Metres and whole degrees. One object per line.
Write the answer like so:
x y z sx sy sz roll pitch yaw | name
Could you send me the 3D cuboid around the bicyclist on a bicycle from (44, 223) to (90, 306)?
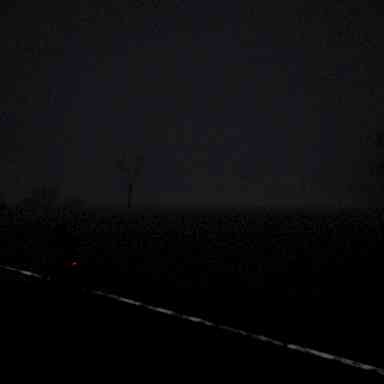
-2.686 1.502 7.044 1.656 1.620 0.582 0 -1 36 | bicyclist on a bicycle
